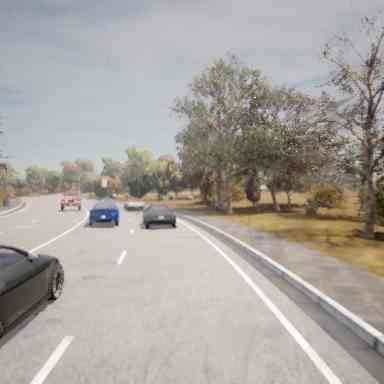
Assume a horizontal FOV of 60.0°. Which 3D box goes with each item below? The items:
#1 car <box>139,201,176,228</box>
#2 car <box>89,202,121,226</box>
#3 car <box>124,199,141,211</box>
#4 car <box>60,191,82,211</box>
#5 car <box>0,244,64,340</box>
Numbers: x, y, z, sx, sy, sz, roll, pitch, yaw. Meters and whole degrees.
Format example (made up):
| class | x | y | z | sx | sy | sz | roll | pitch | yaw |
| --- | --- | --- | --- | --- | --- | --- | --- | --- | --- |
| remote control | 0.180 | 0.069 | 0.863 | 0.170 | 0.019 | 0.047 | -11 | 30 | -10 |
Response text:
| class | x | y | z | sx | sy | sz | roll | pitch | yaw |
| --- | --- | --- | --- | --- | --- | --- | --- | --- | --- |
| car | -2.230 | 1.491 | 21.956 | 1.994 | 1.385 | 4.181 | 0 | 0 | -11 |
| car | -6.031 | 1.408 | 23.185 | 1.882 | 1.535 | 5.008 | 0 | 0 | -12 |
| car | -6.957 | 1.476 | 39.570 | 1.895 | 1.301 | 4.718 | 0 | 0 | -19 |
| car | -13.967 | 0.918 | 38.426 | 2.150 | 2.045 | 5.566 | 0 | 0 | -20 |
| car | -3.708 | 1.555 | 5.589 | 1.994 | 1.385 | 4.181 | 0 | 0 | -3 |
